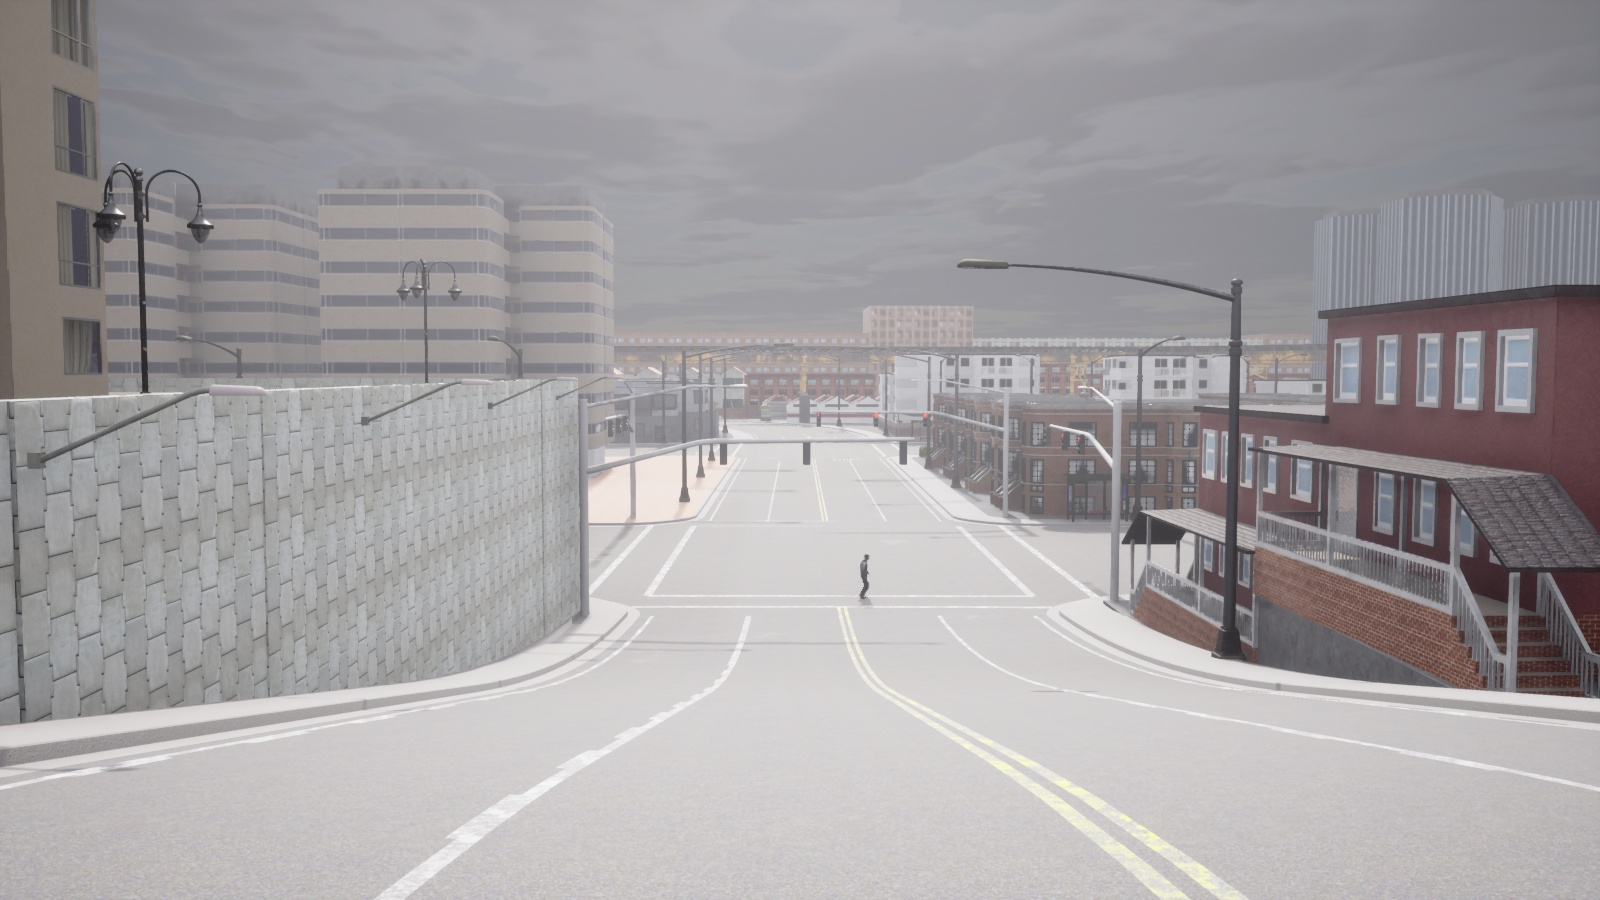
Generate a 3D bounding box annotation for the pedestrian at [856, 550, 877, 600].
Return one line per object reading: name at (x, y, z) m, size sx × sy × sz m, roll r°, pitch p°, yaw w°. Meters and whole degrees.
pedestrian at (2.629, 4.952, 49.719) m, size 0.788 × 1.949 × 0.423 m, roll 0°, pitch 4°, yaw 1°
